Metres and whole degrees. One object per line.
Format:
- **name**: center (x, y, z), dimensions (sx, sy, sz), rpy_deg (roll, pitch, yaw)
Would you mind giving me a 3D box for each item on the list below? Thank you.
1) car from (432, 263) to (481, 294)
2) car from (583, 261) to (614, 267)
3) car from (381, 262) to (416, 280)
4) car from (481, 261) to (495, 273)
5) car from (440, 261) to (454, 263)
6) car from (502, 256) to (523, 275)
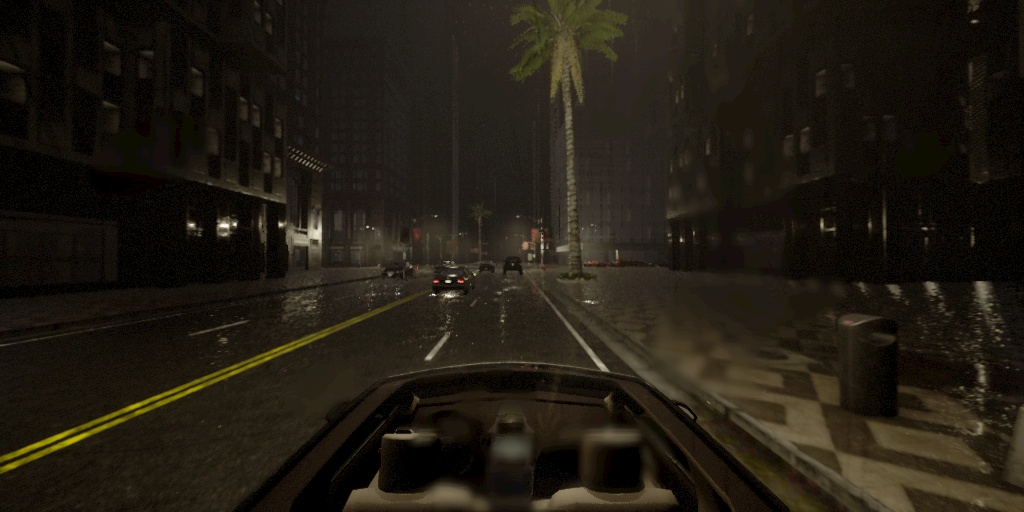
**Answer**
- **car**: center (-3.154, 1.307, 20.234), dimensions (2.033, 1.411, 5.357), rpy_deg (0, 0, 0)
- **car**: center (15.312, 1.484, 63.574), dimensions (4.207, 1.307, 1.802), rpy_deg (0, 0, -1)
- **car**: center (-9.845, 1.280, 31.404), dimensions (2.128, 1.511, 4.902), rpy_deg (0, 0, 0)
- **car**: center (-3.154, 1.352, 46.215), dimensions (2.128, 1.511, 4.902), rpy_deg (0, 0, 0)
- **car**: center (-6.595, 1.297, 35.699), dimensions (2.128, 1.511, 4.902), rpy_deg (0, 0, 0)
- **car**: center (0.097, 1.050, 40.696), dimensions (2.150, 2.045, 5.566), rpy_deg (0, 0, 0)
